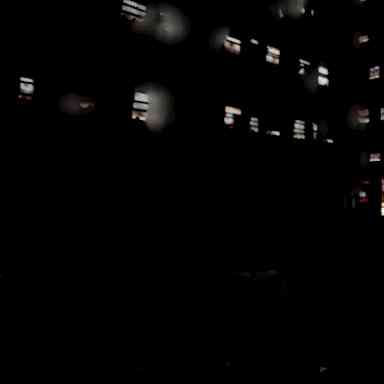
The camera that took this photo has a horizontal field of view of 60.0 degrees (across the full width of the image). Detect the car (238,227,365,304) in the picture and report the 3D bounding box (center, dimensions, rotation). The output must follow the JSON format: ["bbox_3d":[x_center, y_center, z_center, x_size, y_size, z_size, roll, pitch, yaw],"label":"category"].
[{"bbox_3d":[2.539,1.540,7.965,4.206,1.307,1.802,0,0,-36],"label":"car"}]

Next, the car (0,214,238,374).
[{"bbox_3d":[-1.989,1.309,4.688,5.009,1.841,2.192,0,0,-36],"label":"car"}]
